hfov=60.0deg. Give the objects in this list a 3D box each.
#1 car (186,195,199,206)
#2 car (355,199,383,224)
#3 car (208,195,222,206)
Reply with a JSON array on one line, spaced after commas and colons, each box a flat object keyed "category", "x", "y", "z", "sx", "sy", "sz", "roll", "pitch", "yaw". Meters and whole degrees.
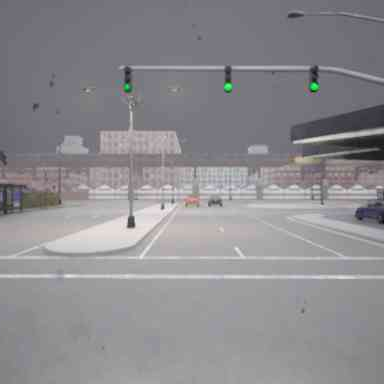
[{"category": "car", "x": 0.061, "y": 1.308, "z": 52.621, "sx": 2.097, "sy": 1.767, "sz": 4.553, "roll": 0, "pitch": 0, "yaw": 0}, {"category": "car", "x": 13.216, "y": 1.275, "z": 22.963, "sx": 2.242, "sy": 1.667, "sz": 4.611, "roll": 0, "pitch": 0, "yaw": 0}, {"category": "car", "x": 3.600, "y": 1.308, "z": 52.626, "sx": 2.097, "sy": 1.767, "sz": 4.553, "roll": 0, "pitch": 0, "yaw": 1}]
